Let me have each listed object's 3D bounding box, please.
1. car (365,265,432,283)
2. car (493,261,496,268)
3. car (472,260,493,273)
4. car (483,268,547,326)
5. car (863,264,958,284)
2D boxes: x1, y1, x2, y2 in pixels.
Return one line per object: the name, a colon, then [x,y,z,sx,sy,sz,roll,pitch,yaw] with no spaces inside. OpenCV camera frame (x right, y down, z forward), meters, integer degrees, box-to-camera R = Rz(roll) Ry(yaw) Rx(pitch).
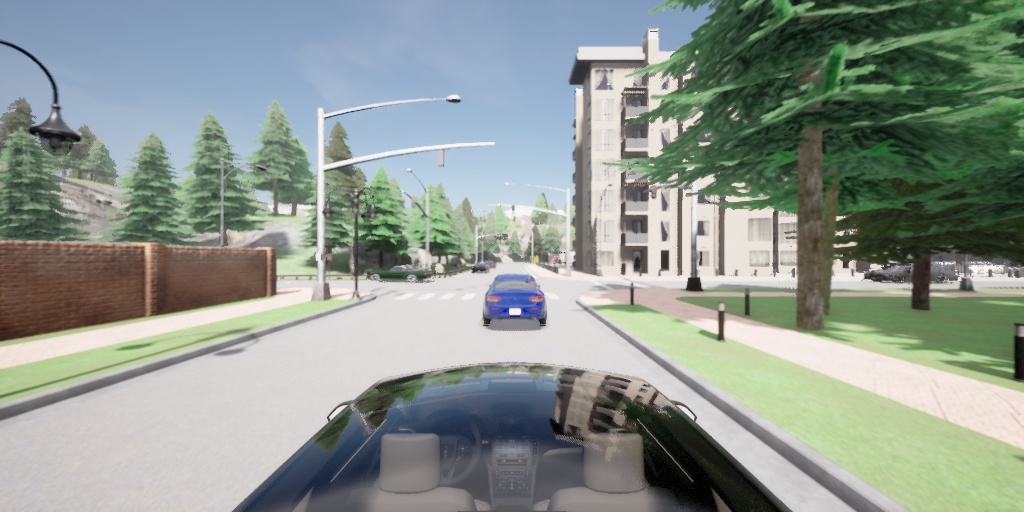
car: [-8.777,1.382,27.839,4.718,1.301,1.895,0,0,5]
car: [-3.610,1.374,57.816,1.994,1.385,4.181,0,0,0]
car: [-3.750,1.404,43.377,1.895,1.301,4.718,0,0,1]
car: [0.082,1.281,11.622,1.812,1.442,4.674,0,0,0]
car: [29.699,1.326,26.757,5.357,1.411,2.033,0,0,1]
